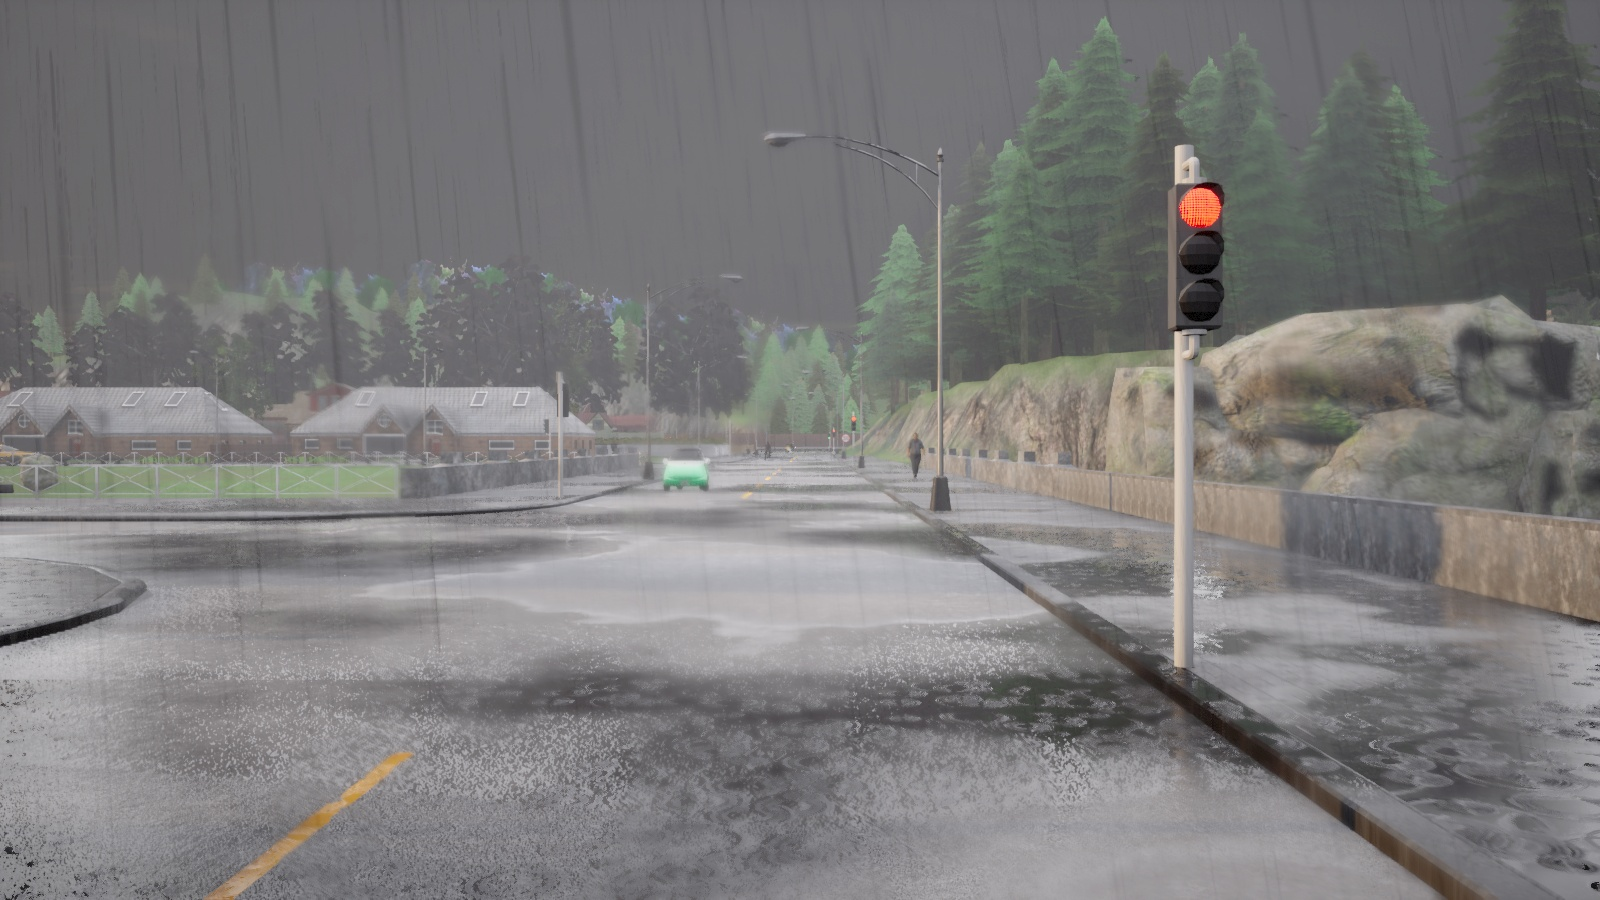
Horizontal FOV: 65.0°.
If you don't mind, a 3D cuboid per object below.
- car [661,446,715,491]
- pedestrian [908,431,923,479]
[{"bbox_3d":[-3.512,0.575,39.511,1.481,1.376,2.207,0,0,1],"label":"car"},{"bbox_3d":[4.510,0.183,49.061,0.540,1.848,0.694,0,0,2],"label":"pedestrian"}]
